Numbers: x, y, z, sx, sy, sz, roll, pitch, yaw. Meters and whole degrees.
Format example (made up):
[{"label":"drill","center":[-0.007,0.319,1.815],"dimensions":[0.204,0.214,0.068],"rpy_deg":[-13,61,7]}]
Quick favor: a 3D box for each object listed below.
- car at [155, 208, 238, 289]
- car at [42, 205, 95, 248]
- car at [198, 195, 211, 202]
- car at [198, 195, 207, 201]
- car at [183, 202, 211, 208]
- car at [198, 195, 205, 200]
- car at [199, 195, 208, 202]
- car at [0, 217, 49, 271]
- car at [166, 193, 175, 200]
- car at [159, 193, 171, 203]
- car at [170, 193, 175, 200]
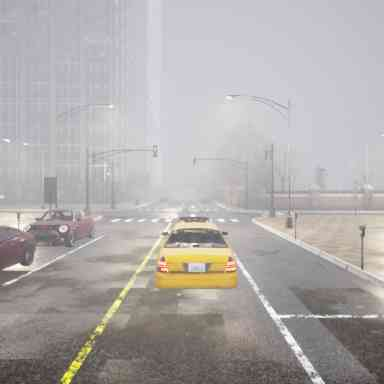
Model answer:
[{"label":"car","center":[0.089,1.454,9.081],"dimensions":[1.801,1.575,5.366],"rpy_deg":[0,0,0]},{"label":"car","center":[-5.706,1.433,14.572],"dimensions":[1.967,1.590,4.097],"rpy_deg":[0,0,0]},{"label":"car","center":[2.682,1.492,63.605],"dimensions":[1.947,1.339,4.313],"rpy_deg":[0,0,0]},{"label":"car","center":[2.603,1.448,80.280],"dimensions":[2.008,1.369,4.403],"rpy_deg":[0,0,0]},{"label":"car","center":[0.095,1.535,19.344],"dimensions":[2.033,1.411,5.357],"rpy_deg":[0,0,0]},{"label":"car","center":[2.592,1.411,91.402],"dimensions":[1.887,1.381,4.507],"rpy_deg":[0,0,0]},{"label":"car","center":[2.609,1.454,74.720],"dimensions":[1.887,1.381,4.507],"rpy_deg":[0,0,0]},{"label":"car","center":[-5.700,1.579,8.879],"dimensions":[1.802,1.307,4.206],"rpy_deg":[0,0,0]},{"label":"car","center":[-5.933,1.181,91.337],"dimensions":[2.192,1.841,5.009],"rpy_deg":[0,0,0]},{"label":"car","center":[-5.911,1.485,69.095],"dimensions":[1.947,1.339,4.313],"rpy_deg":[0,0,0]},{"label":"car","center":[-5.928,1.323,85.779],"dimensions":[1.967,1.590,4.097],"rpy_deg":[0,0,0]}]
